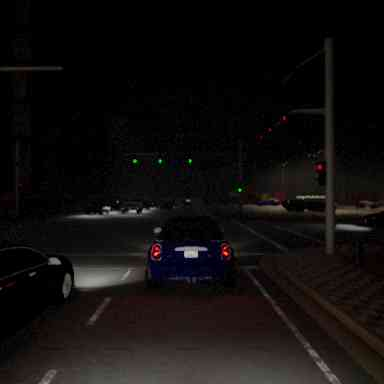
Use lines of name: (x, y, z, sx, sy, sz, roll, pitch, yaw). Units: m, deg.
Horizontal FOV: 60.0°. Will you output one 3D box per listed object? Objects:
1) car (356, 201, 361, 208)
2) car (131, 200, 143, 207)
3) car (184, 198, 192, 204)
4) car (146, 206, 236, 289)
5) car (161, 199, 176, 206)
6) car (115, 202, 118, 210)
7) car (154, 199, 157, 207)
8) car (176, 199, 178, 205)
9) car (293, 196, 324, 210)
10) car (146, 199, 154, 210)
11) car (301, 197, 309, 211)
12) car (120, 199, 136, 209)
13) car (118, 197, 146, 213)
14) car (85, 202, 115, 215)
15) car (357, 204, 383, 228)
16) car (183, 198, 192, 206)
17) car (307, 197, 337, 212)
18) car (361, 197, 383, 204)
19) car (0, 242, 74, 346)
car: (36.128, 2.101, 67.449, 3.905, 1.438, 1.784, 0, -1, 0)
car: (-11.351, 2.298, 68.981, 1.895, 1.301, 4.718, 0, -1, 0)
car: (-0.937, 2.207, 80.313, 1.812, 1.442, 4.674, 0, -1, 0)
car: (-0.047, 1.454, 9.637, 2.097, 1.767, 4.553, 0, -1, -1)
car: (-4.149, 2.173, 55.930, 1.895, 1.301, 4.718, 0, -1, 0)
car: (-11.292, 2.110, 49.528, 1.895, 1.301, 4.718, 0, -1, 0)
car: (-7.841, 2.145, 63.788, 2.128, 1.511, 4.902, 0, -1, 0)
car: (-4.443, 2.369, 81.125, 2.033, 1.411, 5.357, 0, -1, 0)
car: (21.008, 1.807, 58.995, 4.605, 1.855, 1.932, 0, -1, 0)
car: (-7.814, 2.151, 53.628, 1.895, 1.301, 4.718, 0, -1, 0)
car: (21.060, 1.990, 56.310, 3.905, 1.438, 1.784, 0, -1, 0)
car: (-11.338, 2.083, 59.006, 1.882, 1.535, 5.008, 0, -1, 0)
car: (-7.756, 1.669, 43.605, 2.150, 2.045, 5.566, 0, -1, -3)
car: (-11.220, 1.958, 39.940, 2.033, 1.411, 5.357, 0, -1, 0)
car: (15.109, 1.829, 24.439, 4.674, 1.442, 1.812, 0, -1, 0)
car: (-0.861, 2.313, 70.243, 1.895, 1.301, 4.718, 0, -1, 0)
car: (21.061, 1.992, 53.415, 3.806, 1.475, 1.970, 0, -1, 0)
car: (36.066, 1.861, 64.555, 4.605, 1.855, 1.932, 0, -1, 0)
car: (-3.488, 1.561, 5.412, 1.837, 1.490, 4.892, 0, -1, 0)
